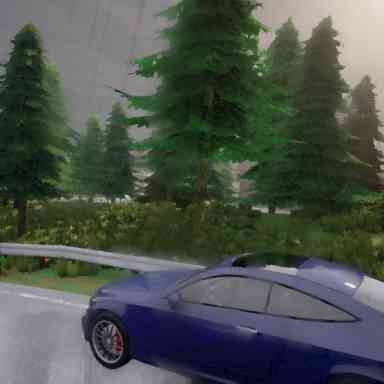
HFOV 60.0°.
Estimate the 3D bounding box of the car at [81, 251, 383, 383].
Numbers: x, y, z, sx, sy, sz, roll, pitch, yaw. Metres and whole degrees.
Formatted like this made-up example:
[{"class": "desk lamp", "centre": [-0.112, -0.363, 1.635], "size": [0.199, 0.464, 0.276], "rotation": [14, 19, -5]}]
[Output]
[{"class": "car", "centre": [0.734, 1.500, 4.111], "size": [4.674, 1.442, 1.812], "rotation": [1, 1, 31]}]
